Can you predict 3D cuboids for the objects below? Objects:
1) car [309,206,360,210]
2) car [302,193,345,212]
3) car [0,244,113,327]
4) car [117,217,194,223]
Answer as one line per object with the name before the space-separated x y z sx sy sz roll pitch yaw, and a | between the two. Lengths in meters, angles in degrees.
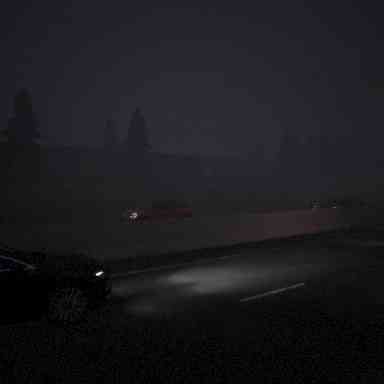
car | 10.849 1.149 24.659 4.553 1.767 2.097 -1 0 -36
car | 14.079 1.070 35.585 4.553 1.767 2.097 -1 0 -36
car | -3.774 1.492 5.354 4.902 1.511 2.128 -1 0 -36
car | -2.096 1.267 19.705 4.553 1.767 2.097 -1 0 -36
